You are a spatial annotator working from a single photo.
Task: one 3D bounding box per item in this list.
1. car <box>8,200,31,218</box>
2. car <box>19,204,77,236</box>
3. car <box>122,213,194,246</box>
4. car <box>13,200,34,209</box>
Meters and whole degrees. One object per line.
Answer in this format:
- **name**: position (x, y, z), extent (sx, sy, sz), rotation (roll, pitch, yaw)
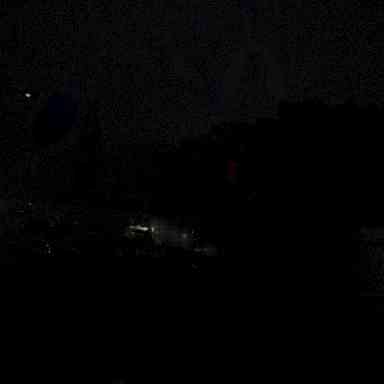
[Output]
- **car**: position (-18.820, 1.959, 36.786), extent (1.882, 1.535, 5.008), rotation (4, -2, -41)
- **car**: position (-8.833, 1.794, 20.672), extent (1.882, 1.535, 5.008), rotation (4, -3, -42)
- **car**: position (-1.925, 1.941, 17.807), extent (1.837, 1.490, 4.892), rotation (4, -3, -42)
- **car**: position (-30.320, 2.222, 59.700), extent (2.128, 1.511, 4.902), rotation (4, -2, -42)
